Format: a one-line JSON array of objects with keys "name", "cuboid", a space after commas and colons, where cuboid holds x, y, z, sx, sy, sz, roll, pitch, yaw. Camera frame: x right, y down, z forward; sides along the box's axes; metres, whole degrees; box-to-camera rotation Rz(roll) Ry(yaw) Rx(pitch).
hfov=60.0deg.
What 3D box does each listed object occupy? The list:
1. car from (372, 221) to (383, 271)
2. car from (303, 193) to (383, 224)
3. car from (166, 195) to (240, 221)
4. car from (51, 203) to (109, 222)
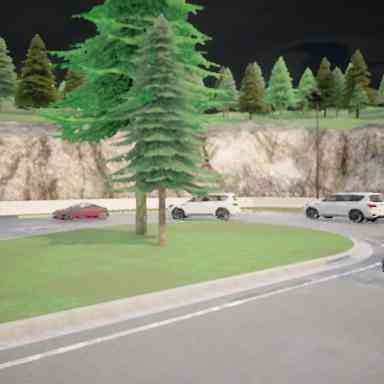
[{"name": "car", "cuboid": [6.963, 1.473, 9.056, 5.357, 1.411, 2.033, -1, 0, -42]}, {"name": "car", "cuboid": [10.732, 1.068, 23.709, 2.150, 2.045, 5.566, 1, 0, -36]}, {"name": "car", "cuboid": [0.844, 1.116, 25.398, 5.566, 2.045, 2.150, 0, -1, 8]}, {"name": "car", "cuboid": [-8.567, 1.510, 25.563, 4.181, 1.385, 1.994, 0, 0, -37]}]
